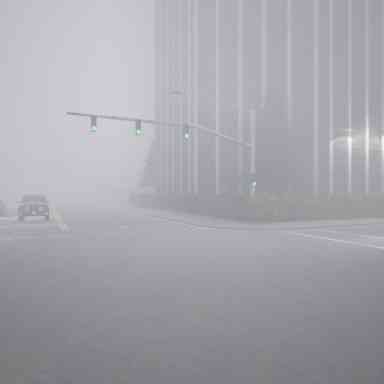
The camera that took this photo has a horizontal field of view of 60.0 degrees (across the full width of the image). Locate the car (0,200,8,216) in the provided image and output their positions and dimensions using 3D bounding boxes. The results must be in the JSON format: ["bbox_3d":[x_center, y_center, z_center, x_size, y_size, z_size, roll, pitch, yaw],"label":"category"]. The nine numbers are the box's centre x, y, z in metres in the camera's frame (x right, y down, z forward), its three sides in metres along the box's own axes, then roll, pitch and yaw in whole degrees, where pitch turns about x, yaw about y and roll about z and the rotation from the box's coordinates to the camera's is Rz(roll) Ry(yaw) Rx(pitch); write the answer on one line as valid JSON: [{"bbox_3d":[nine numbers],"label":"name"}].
[{"bbox_3d":[-18.686,1.505,31.546,1.837,1.490,4.892,0,0,-24],"label":"car"}]

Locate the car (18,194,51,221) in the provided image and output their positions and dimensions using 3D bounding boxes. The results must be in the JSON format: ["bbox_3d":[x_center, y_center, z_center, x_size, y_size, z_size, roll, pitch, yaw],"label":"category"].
[{"bbox_3d":[-13.105,1.221,27.728,2.150,2.045,5.566,0,0,-24],"label":"car"}]
